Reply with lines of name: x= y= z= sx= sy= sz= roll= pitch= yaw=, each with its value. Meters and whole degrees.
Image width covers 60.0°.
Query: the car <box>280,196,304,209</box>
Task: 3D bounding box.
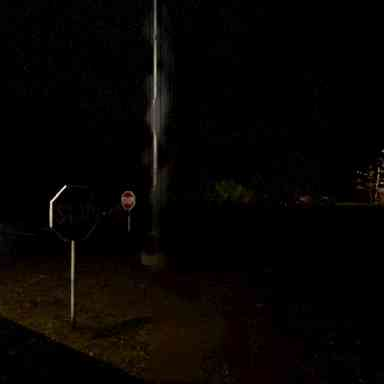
car: x=14.157 y=1.732 z=47.847 sx=1.994 sy=1.385 sz=4.181 roll=0 pitch=0 yaw=34

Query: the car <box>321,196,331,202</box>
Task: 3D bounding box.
car: x=32.773 y=1.775 z=81.440 sx=2.033 sy=1.411 sz=5.357 roll=0 pitch=0 yaw=30

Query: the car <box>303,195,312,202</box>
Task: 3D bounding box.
car: x=27.229 y=1.577 z=79.945 sx=2.097 sy=1.767 sz=4.553 roll=0 pitch=0 yaw=34

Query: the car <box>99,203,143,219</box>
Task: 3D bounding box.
car: x=-6.346 y=1.645 z=29.851 sx=1.994 sy=1.385 sz=4.181 roll=0 pitch=0 yaw=34
